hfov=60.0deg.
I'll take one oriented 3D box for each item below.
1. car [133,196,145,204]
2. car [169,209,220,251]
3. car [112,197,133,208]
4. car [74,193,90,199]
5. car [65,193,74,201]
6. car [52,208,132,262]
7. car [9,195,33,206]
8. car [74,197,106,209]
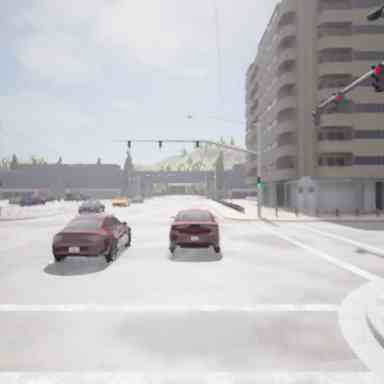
[{"bbox_3d":[-10.506,1.547,65.281,1.812,1.442,4.674,0,1,0],"label":"car"},{"bbox_3d":[0.096,1.451,13.895,1.882,1.535,5.008,0,0,0],"label":"car"},{"bbox_3d":[-10.572,1.494,49.795,1.882,1.535,5.008,0,0,0],"label":"car"},{"bbox_3d":[-24.553,1.178,75.718,1.932,1.855,4.605,0,0,0],"label":"car"},{"bbox_3d":[-27.447,1.181,75.783,1.905,1.878,3.866,0,0,0],"label":"car"},{"bbox_3d":[-3.404,1.500,11.916,1.812,1.442,4.674,0,0,0],"label":"car"},{"bbox_3d":[-30.214,1.415,58.325,1.970,1.475,3.806,0,0,0],"label":"car"},{"bbox_3d":[-10.592,1.575,35.357,1.994,1.385,4.181,0,0,0],"label":"car"}]
